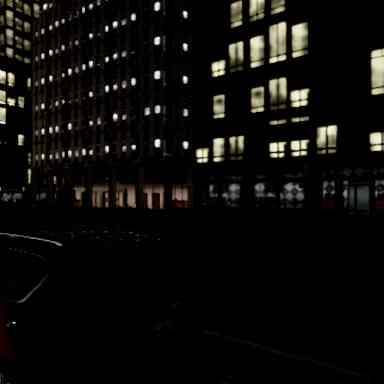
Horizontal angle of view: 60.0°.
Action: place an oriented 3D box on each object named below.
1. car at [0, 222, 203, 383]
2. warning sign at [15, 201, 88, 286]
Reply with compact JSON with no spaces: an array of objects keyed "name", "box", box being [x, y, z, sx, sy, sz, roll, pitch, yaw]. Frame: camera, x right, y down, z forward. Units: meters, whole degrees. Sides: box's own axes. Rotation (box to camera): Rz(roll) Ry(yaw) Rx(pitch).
[{"name":"car","box":[-2.205,1.348,4.439,5.009,1.841,2.192,-1,0,35]},{"name":"warning sign","box":[-3.473,1.174,8.273,1.060,1.860,1.300,0,0,35]}]
